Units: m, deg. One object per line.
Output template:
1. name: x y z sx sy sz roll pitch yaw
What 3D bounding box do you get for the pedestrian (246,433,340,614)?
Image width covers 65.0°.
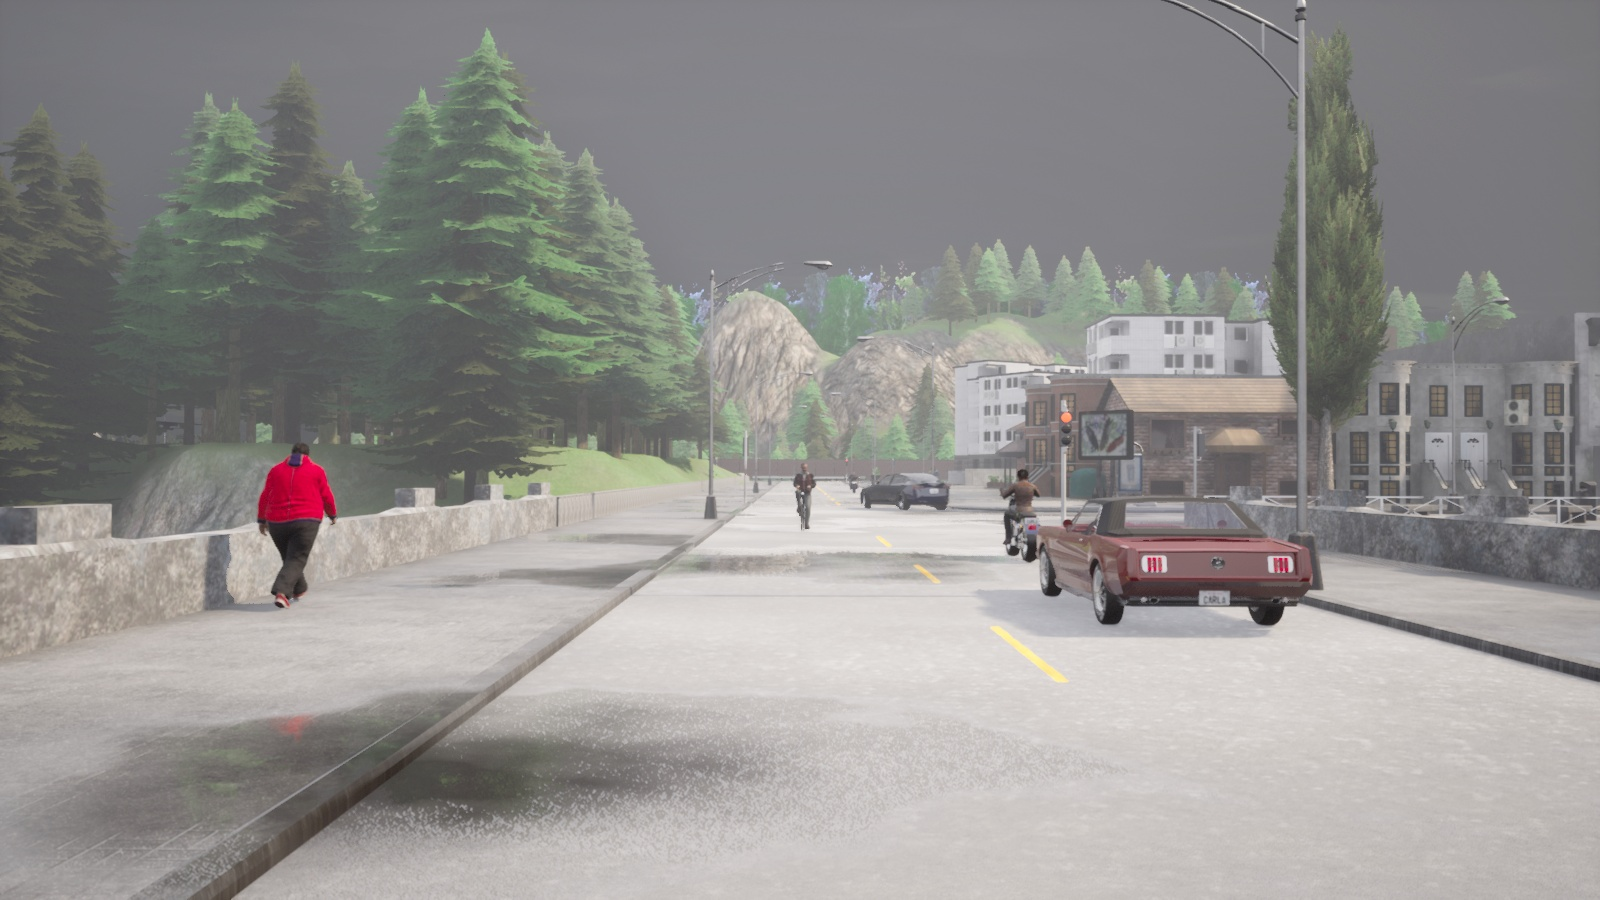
1. pedestrian: -5.341 0.759 13.279 0.634 1.844 0.899 0 -1 -1

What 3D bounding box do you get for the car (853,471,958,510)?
1. car: 4.214 1.617 50.870 2.163 1.488 4.792 0 -1 -25

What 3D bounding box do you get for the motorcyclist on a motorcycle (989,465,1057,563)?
1. motorcyclist on a motorcycle: 3.944 1.110 22.404 0.766 1.649 2.350 0 -1 0

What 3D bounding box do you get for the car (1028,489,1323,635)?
1. car: 3.964 1.127 14.185 1.895 1.301 4.718 0 -1 0
